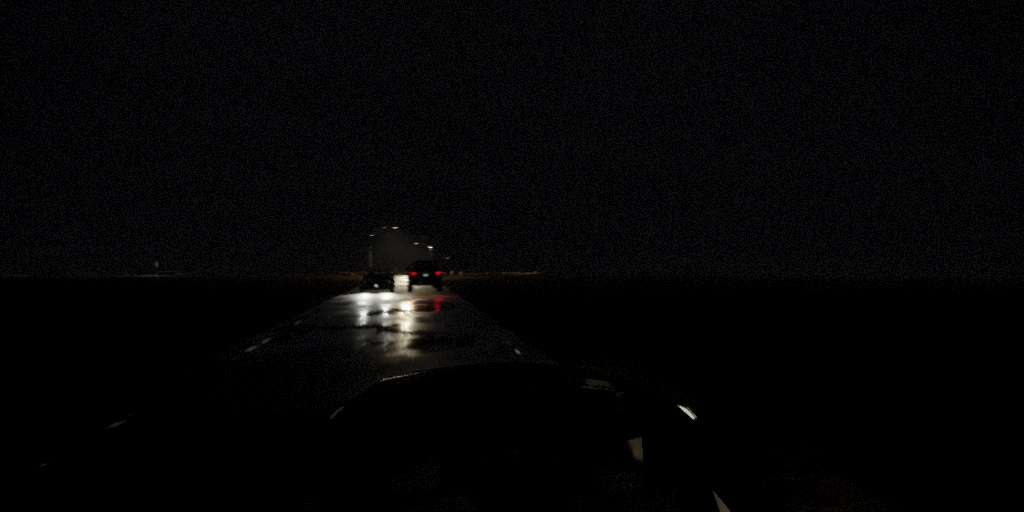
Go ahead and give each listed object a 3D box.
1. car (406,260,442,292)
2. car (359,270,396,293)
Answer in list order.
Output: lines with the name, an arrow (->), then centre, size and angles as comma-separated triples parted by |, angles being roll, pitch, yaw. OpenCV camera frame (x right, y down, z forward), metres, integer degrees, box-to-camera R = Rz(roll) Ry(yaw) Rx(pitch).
car -> -6.052, 1.309, 24.738 | 2.150, 2.045, 5.566 | 1, -1, -16
car -> -8.463, 1.574, 22.863 | 1.994, 1.385, 4.181 | 1, -1, -16
